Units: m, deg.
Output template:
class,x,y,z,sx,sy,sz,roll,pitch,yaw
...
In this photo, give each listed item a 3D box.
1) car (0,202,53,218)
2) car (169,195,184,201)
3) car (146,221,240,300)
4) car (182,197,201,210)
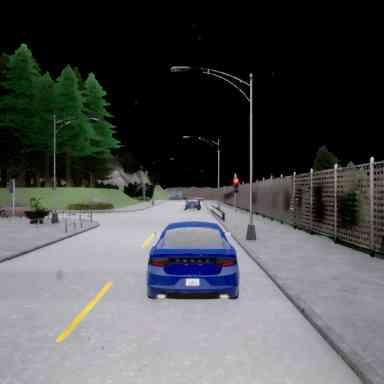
class,x,y,z,sx,sy,sz,roll,pitch,yaw
car,-14.371,1.564,28.971,4.181,1.385,1.994,0,0,1
car,-3.849,1.540,87.969,5.357,1.411,2.033,0,0,40
car,0.033,1.478,8.478,1.882,1.535,5.008,0,0,0
car,0.081,1.525,42.351,1.812,1.442,4.674,0,0,2
